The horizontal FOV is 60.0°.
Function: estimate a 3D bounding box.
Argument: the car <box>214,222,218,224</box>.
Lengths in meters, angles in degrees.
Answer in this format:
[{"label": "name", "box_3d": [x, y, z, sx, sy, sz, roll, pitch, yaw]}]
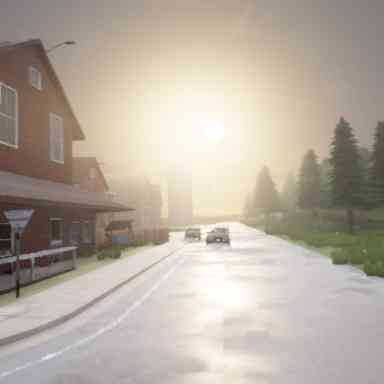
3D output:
[{"label": "car", "box_3d": [4.485, 5.364, 47.750, 1.895, 1.301, 4.718, -3, -5, 6]}]

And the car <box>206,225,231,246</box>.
[{"label": "car", "box_3d": [2.268, 3.781, 28.350, 1.994, 1.385, 4.181, -3, -5, 6]}]

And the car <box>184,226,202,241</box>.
[{"label": "car", "box_3d": [0.222, 4.414, 36.125, 1.816, 1.474, 4.193, 3, -5, 4]}]
